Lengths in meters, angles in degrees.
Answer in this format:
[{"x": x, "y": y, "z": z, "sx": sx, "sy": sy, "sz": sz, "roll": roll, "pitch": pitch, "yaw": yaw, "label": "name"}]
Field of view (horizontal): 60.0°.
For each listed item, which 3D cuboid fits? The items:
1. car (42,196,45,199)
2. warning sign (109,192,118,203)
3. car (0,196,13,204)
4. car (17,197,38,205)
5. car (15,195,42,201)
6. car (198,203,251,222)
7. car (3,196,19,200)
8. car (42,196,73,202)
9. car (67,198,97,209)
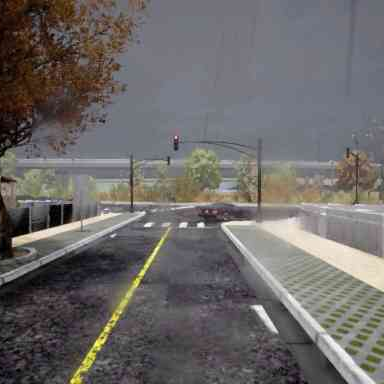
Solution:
[{"x": -30.859, "y": 1.630, "z": 68.791, "sx": 4.674, "sy": 1.442, "sz": 1.812, "roll": -1, "pitch": 2, "yaw": 36, "label": "car"}, {"x": -14.246, "y": 0.995, "z": 60.260, "sx": 1.060, "sy": 1.860, "sz": 1.300, "roll": 2, "pitch": 1, "yaw": 36, "label": "warning sign"}, {"x": -40.872, "y": 1.695, "z": 72.047, "sx": 4.892, "sy": 1.490, "sz": 1.837, "roll": -1, "pitch": 2, "yaw": 36, "label": "car"}, {"x": -32.660, "y": 1.746, "z": 66.085, "sx": 4.674, "sy": 1.442, "sz": 1.812, "roll": -1, "pitch": 2, "yaw": 36, "label": "car"}, {"x": -30.102, "y": 1.511, "z": 60.177, "sx": 5.566, "sy": 2.045, "sz": 2.150, "roll": 0, "pitch": 2, "yaw": 36, "label": "car"}, {"x": 2.719, "y": 1.606, "z": 26.474, "sx": 2.033, "sy": 1.411, "sz": 5.357, "roll": 0, "pitch": -3, "yaw": 39, "label": "car"}, {"x": -32.648, "y": 1.931, "z": 58.011, "sx": 4.674, "sy": 1.442, "sz": 1.812, "roll": 0, "pitch": 2, "yaw": 37, "label": "car"}, {"x": -18.854, "y": 1.774, "z": 47.902, "sx": 4.902, "sy": 1.511, "sz": 2.128, "roll": 0, "pitch": 2, "yaw": 36, "label": "car"}, {"x": -16.677, "y": 1.676, "z": 50.339, "sx": 4.892, "sy": 1.490, "sz": 1.837, "roll": 0, "pitch": 2, "yaw": 36, "label": "car"}]
